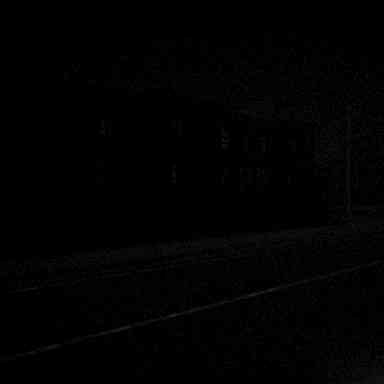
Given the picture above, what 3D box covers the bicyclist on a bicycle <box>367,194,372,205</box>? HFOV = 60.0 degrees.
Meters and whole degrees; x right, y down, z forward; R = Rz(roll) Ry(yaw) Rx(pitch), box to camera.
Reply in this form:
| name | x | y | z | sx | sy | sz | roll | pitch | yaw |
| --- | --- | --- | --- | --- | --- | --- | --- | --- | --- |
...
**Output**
| name | x | y | z | sx | sy | sz | roll | pitch | yaw |
| --- | --- | --- | --- | --- | --- | --- | --- | --- | --- |
| bicyclist on a bicycle | 26.407 | 1.116 | 49.439 | 1.656 | 1.620 | 0.582 | -1 | 0 | -35 |
